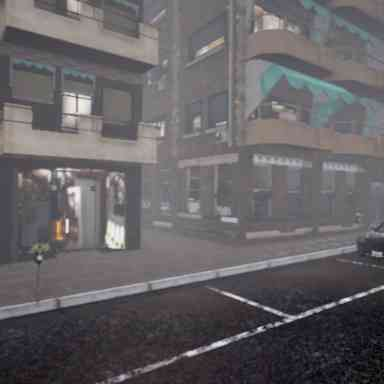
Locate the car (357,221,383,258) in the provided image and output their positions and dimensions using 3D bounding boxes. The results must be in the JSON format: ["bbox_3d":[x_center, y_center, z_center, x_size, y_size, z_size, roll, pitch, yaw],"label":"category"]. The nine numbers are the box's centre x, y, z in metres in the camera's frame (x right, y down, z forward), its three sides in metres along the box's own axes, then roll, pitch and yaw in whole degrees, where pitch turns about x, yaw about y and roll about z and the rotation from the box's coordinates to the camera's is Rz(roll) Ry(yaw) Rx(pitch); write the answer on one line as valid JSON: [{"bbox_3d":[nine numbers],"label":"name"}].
[{"bbox_3d":[7.553,1.569,11.636,4.313,1.339,1.947,0,1,-35],"label":"car"}]
